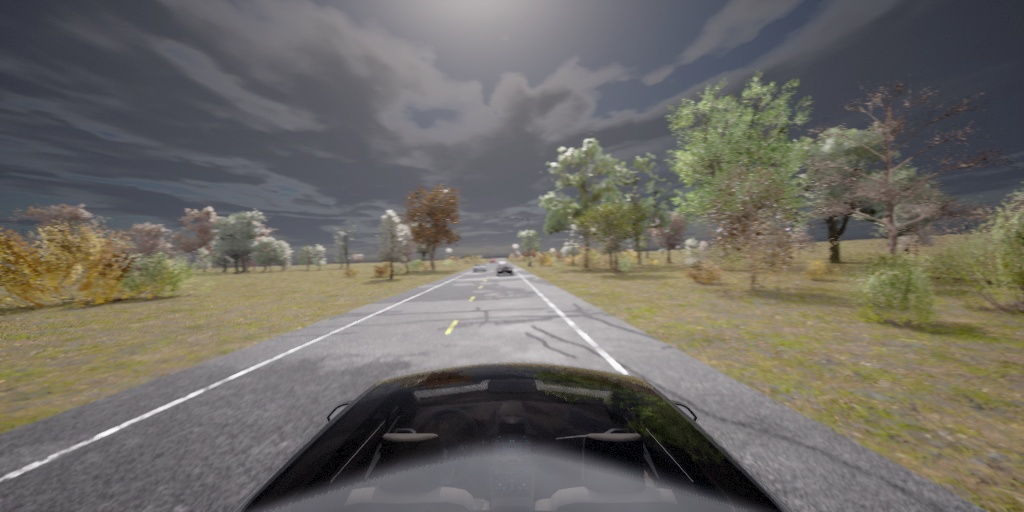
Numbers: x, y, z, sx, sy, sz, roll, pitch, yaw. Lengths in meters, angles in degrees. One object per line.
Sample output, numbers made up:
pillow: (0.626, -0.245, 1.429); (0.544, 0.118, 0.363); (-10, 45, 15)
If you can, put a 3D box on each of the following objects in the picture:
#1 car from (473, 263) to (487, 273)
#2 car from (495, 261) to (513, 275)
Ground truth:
car: (-4.840, 1.787, 54.319); (1.895, 1.301, 4.718); (-3, 0, -1)
car: (-0.846, 1.560, 42.001); (1.895, 1.301, 4.718); (-3, 0, -2)
